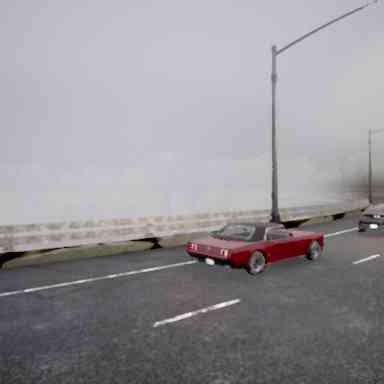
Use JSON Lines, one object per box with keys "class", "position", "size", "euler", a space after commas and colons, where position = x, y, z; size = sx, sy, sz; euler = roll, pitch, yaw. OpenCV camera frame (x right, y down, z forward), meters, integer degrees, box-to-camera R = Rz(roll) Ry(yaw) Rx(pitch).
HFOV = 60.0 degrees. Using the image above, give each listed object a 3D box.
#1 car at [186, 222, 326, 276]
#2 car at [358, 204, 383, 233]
{"class": "car", "position": [2.197, 1.576, 10.360], "size": [4.718, 1.301, 1.895], "euler": [0, 0, -40]}
{"class": "car", "position": [10.698, 1.424, 18.271], "size": [1.837, 1.490, 4.892], "euler": [0, 1, 44]}
